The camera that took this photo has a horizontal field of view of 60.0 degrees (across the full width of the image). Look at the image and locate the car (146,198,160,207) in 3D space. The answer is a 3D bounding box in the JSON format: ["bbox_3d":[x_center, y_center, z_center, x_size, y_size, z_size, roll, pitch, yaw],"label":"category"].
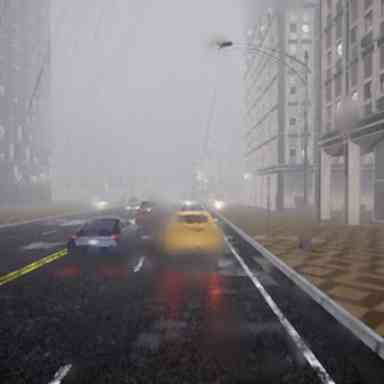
[{"bbox_3d":[-6.582,1.764,56.906,1.895,1.301,4.718,0,0,0],"label":"car"}]

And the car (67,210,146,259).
[{"bbox_3d":[-3.206,1.608,12.856,1.994,1.385,4.181,0,0,0],"label":"car"}]

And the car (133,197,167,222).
[{"bbox_3d":[-3.215,1.439,27.410,2.097,1.767,4.553,0,0,1],"label":"car"}]

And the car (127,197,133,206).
[{"bbox_3d":[-9.831,1.668,56.876,1.837,1.490,4.892,0,0,0],"label":"car"}]

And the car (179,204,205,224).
[{"bbox_3d":[0.030,1.687,26.910,1.895,1.301,4.718,0,0,1],"label":"car"}]

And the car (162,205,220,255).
[{"bbox_3d":[0.047,1.523,13.523,1.882,1.535,5.008,0,0,0],"label":"car"}]
